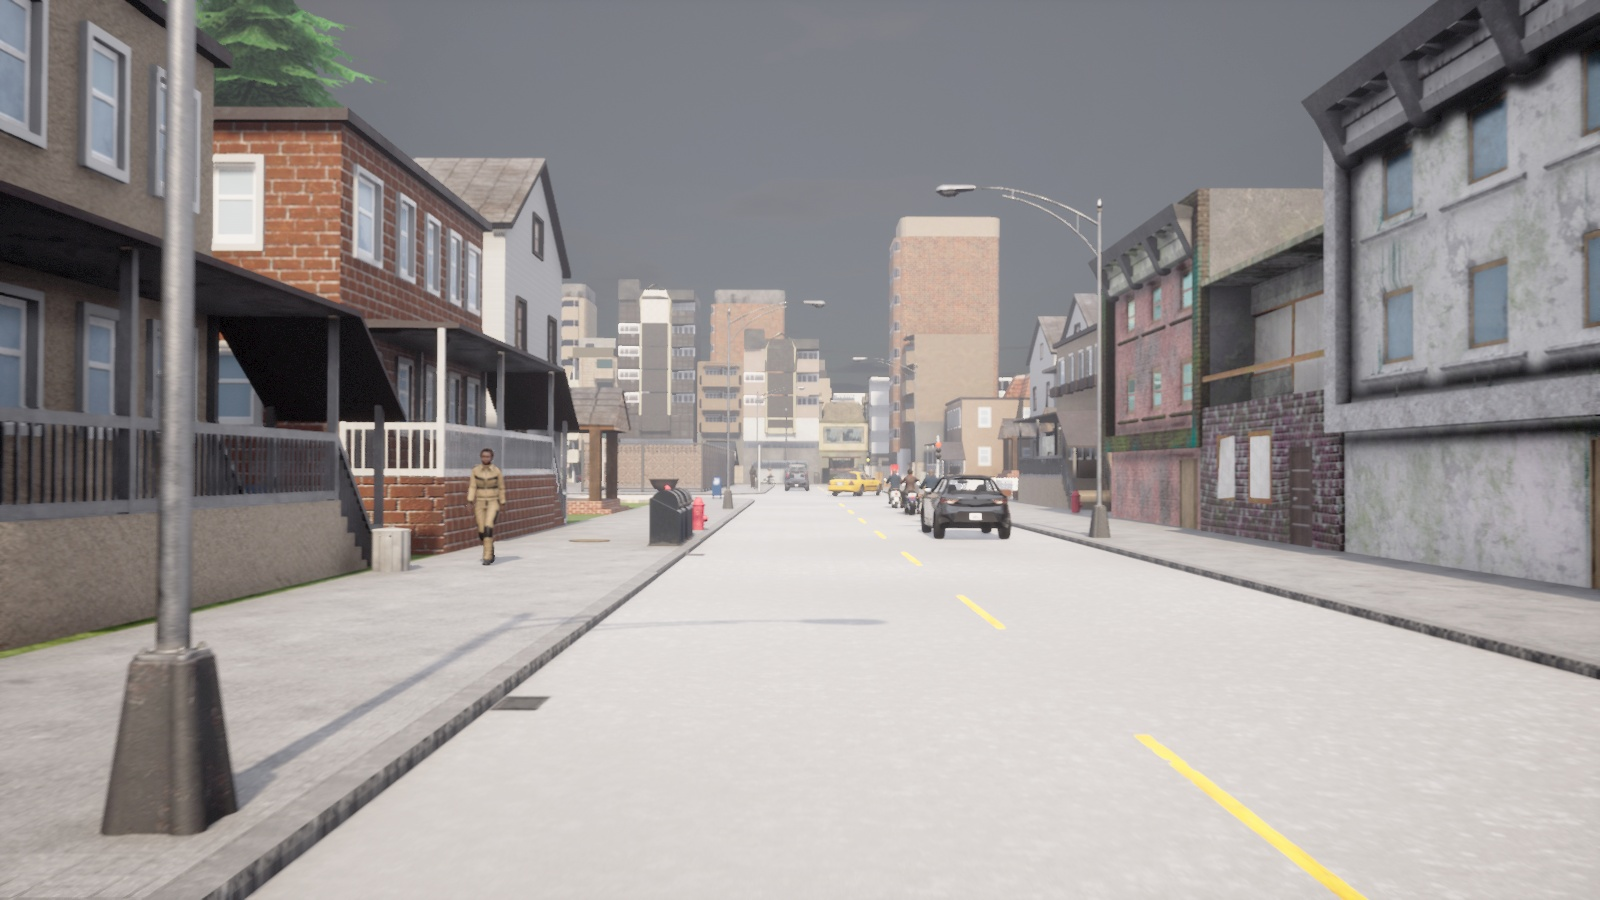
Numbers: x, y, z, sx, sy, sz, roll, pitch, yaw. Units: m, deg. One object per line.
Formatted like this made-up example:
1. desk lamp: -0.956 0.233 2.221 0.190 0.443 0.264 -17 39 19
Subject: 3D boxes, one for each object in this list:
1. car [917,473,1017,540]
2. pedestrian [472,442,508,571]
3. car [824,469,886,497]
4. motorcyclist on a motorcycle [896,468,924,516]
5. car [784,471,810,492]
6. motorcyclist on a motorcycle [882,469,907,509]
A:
1. car: 3.927 1.297 30.180 1.816 1.474 4.193 0 -1 0
2. pedestrian: -4.710 0.849 19.082 0.396 1.930 0.692 0 -1 -2
3. car: 3.342 1.951 75.258 1.801 1.575 5.366 -1 -1 24
4. motorcyclist on a motorcycle: 3.893 1.465 44.535 0.766 1.649 2.350 0 -1 0
5. car: -0.179 2.324 92.948 1.816 1.474 4.193 0 -1 2
6. motorcyclist on a motorcycle: 3.887 1.582 51.603 0.866 1.590 1.817 0 -1 0
